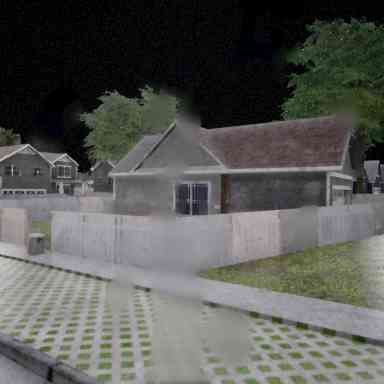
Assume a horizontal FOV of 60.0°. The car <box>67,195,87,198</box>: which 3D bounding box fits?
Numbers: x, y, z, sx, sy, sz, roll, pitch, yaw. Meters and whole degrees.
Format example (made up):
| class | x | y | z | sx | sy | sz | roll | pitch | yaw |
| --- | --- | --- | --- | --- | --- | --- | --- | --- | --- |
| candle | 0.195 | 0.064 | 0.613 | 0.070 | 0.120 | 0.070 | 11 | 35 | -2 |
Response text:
| class | x | y | z | sx | sy | sz | roll | pitch | yaw |
| --- | --- | --- | --- | --- | --- | --- | --- | --- | --- |
| car | -12.766 | 1.164 | 36.193 | 1.837 | 1.490 | 4.892 | 1 | 1 | 34 |
